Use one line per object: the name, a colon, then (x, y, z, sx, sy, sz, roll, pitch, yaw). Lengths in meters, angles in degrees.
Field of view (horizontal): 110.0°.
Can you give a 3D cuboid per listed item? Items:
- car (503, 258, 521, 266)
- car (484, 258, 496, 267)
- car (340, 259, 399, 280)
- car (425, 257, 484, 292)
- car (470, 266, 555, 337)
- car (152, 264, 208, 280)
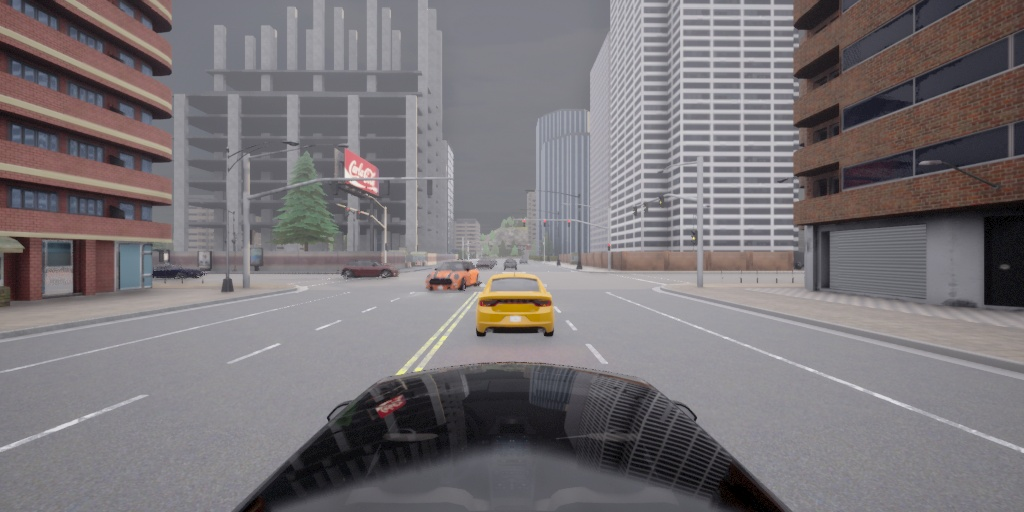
car: (-0.212, 1.241, 52.638, 2.128, 1.511, 4.902, 0, 0, 0)
car: (-3.885, 1.102, 52.614, 2.097, 1.767, 4.553, 0, 0, 0)
car: (-12.208, 1.101, 31.011, 4.553, 1.767, 2.097, 0, 0, -11)
car: (-3.431, 1.102, 21.222, 2.097, 1.767, 4.553, 0, 0, 10)
car: (0.061, 1.228, 10.345, 1.882, 1.535, 5.008, 0, 0, 0)
car: (-28.573, 1.350, 30.131, 4.718, 1.301, 1.895, 0, 0, -1)
